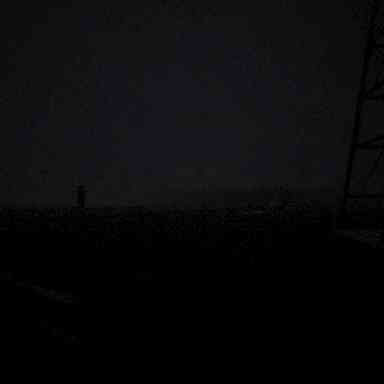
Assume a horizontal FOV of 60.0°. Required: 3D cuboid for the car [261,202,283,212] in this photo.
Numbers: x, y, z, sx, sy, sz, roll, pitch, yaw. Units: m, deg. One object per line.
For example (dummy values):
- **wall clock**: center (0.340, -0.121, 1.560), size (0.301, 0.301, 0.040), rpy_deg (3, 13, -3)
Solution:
- **car**: center (12.263, 2.203, 50.604), size (1.812, 1.442, 4.674), rpy_deg (-1, -1, 44)
